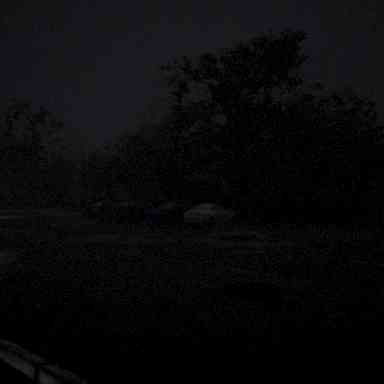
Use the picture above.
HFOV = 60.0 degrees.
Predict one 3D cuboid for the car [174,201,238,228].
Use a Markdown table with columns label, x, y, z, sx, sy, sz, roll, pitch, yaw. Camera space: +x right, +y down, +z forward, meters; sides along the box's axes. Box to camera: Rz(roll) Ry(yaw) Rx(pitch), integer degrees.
| label | x | y | z | sx | sy | sz | roll | pitch | yaw |
| --- | --- | --- | --- | --- | --- | --- | --- | --- | --- |
| car | 1.252 | 1.460 | 21.669 | 2.002 | 1.452 | 4.674 | 0 | 0 | 36 |

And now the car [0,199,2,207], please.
| label | x | y | z | sx | sy | sz | roll | pitch | yaw |
| --- | --- | --- | --- | --- | --- | --- | --- | --- | --- |
| car | -26.389 | 1.183 | 41.525 | 2.185 | 1.767 | 4.553 | 0 | 0 | 35 |

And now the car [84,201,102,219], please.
| label | x | y | z | sx | sy | sz | roll | pitch | yaw |
| --- | --- | --- | --- | --- | --- | --- | --- | --- | --- |
| car | -6.630 | 1.428 | 27.319 | 2.002 | 1.452 | 4.674 | 0 | 0 | 36 |

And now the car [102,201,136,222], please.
| label | x | y | z | sx | sy | sz | roll | pitch | yaw |
| --- | --- | --- | --- | --- | --- | --- | --- | --- | --- |
| car | -3.969 | 1.400 | 25.408 | 2.231 | 1.521 | 4.892 | 0 | 0 | 36 |

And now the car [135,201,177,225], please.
| label | x | y | z | sx | sy | sz | roll | pitch | yaw |
| --- | --- | --- | --- | --- | --- | --- | --- | --- | --- |
| car | -1.302 | 1.409 | 23.510 | 2.097 | 1.535 | 5.008 | 0 | 0 | 36 |
